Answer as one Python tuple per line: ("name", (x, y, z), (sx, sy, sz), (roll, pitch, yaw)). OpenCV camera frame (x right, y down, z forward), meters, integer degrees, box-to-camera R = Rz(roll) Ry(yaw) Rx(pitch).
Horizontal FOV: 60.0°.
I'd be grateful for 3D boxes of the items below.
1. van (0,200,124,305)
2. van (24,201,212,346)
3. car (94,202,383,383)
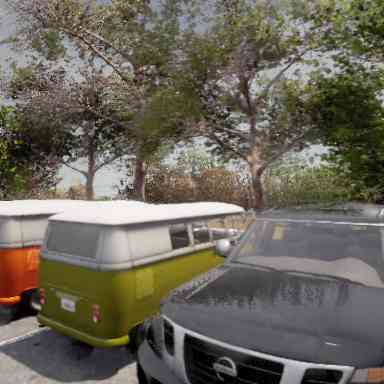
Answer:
("van", (-2.529, 1.229, 7.729), (1.878, 1.987, 4.442), (0, 0, 36))
("van", (-0.382, 1.230, 6.184), (1.878, 1.987, 4.442), (0, 0, 36))
("car", (1.782, 1.207, 4.448), (2.435, 2.045, 5.566), (0, 0, 36))
